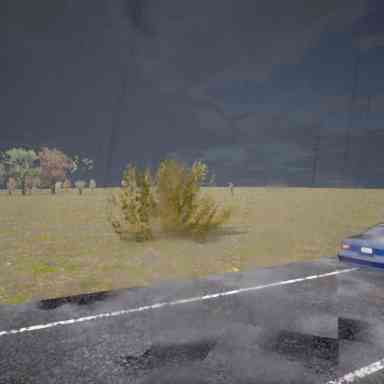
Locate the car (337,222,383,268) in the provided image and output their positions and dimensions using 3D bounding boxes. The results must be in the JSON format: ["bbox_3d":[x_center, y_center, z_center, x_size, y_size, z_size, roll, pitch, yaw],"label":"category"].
[{"bbox_3d":[6.642,1.549,9.927,5.357,1.411,2.033,0,0,-32],"label":"car"}]

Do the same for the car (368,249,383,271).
[{"bbox_3d":[4.856,1.526,4.703,4.674,1.442,1.812,0,0,-28],"label":"car"}]
